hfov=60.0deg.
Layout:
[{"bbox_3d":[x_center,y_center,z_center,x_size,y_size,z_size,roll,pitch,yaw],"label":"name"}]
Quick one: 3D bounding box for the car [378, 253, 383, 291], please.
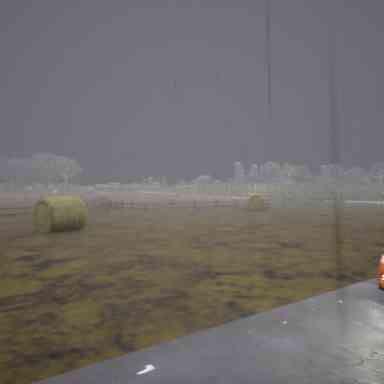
[{"bbox_3d":[6.144,1.341,7.420,4.553,1.767,2.097,0,0,-35],"label":"car"}]
